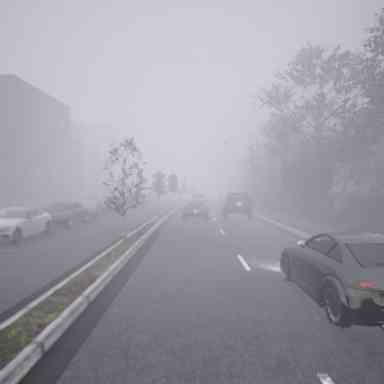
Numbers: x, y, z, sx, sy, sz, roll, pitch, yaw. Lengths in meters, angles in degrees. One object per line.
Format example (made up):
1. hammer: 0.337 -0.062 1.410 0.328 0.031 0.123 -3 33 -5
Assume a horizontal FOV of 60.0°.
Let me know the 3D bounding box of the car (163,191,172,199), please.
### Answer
1. car: -6.142 0.701 70.329 1.946 1.575 5.366 0 1 7

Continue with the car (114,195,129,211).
1. car: -7.847 1.183 31.740 2.231 1.521 4.892 0 1 0

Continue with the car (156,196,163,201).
1. car: -7.113 0.845 59.355 1.946 1.575 5.366 0 1 5

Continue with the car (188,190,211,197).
1. car: 1.011 0.954 42.035 2.097 1.767 4.553 0 1 3

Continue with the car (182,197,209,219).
1. car: 0.297 1.334 26.059 1.994 1.385 4.181 0 1 2

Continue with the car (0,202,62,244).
1. car: -7.953 1.391 15.098 2.002 1.452 4.674 0 1 0

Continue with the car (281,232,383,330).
1. car: 3.255 1.508 6.893 1.994 1.385 4.181 0 0 0

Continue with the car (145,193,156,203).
1. car: -7.527 0.969 52.326 2.163 1.488 4.792 0 1 3

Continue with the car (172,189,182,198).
1. car: -4.717 0.554 81.564 2.231 1.521 4.892 0 1 9

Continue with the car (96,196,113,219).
1. car: -7.883 1.281 26.190 2.002 1.452 4.674 0 1 0

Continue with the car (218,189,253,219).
1. car: 3.461 0.990 26.457 2.150 2.045 5.566 0 1 2

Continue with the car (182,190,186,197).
1. car: -3.834 0.222 87.036 2.435 2.045 5.566 0 1 10

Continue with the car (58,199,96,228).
1. car: -7.917 1.327 20.613 2.163 1.488 4.792 0 1 0

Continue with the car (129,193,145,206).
1. car: -7.777 1.058 42.732 2.097 1.535 5.008 0 1 1

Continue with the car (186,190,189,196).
1. car: -2.902 0.388 92.369 1.946 1.575 5.366 0 1 11
